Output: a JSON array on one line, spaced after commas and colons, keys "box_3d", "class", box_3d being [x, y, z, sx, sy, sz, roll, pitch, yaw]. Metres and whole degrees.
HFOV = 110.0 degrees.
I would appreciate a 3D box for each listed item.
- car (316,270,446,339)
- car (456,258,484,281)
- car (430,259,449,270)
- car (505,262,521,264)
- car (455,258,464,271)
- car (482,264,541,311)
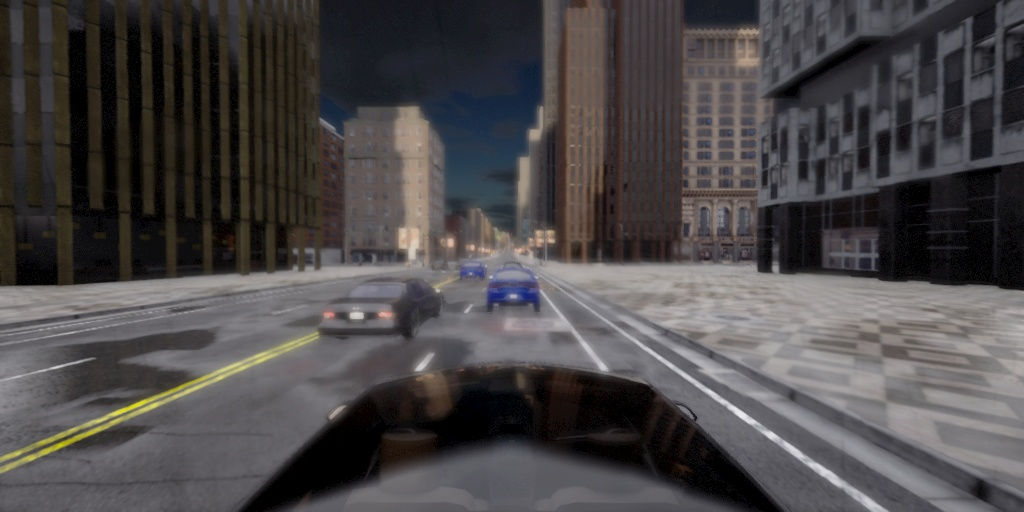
[{"box_3d": [-3.204, 1.280, 9.950, 2.033, 1.411, 5.357, 0, 0, 0], "class": "car"}, {"box_3d": [-3.168, 1.196, 30.114, 1.882, 1.535, 5.008, 0, 0, 0], "class": "car"}, {"box_3d": [-9.813, 1.229, 48.976, 1.837, 1.490, 4.892, 0, -1, 0], "class": "car"}, {"box_3d": [0.076, 1.225, 28.735, 1.837, 1.490, 4.892, 0, 0, 0], "class": "car"}, {"box_3d": [-6.559, 1.073, 49.296, 2.097, 1.767, 4.553, 0, 0, 0], "class": "car"}, {"box_3d": [0.076, 1.205, 14.250, 1.882, 1.535, 5.008, 0, -1, 1], "class": "car"}]
